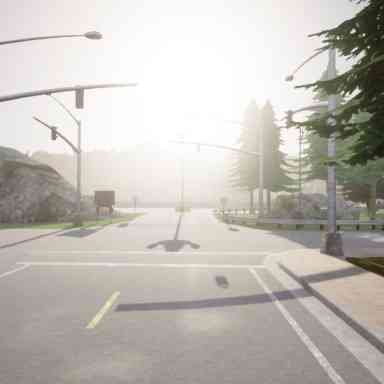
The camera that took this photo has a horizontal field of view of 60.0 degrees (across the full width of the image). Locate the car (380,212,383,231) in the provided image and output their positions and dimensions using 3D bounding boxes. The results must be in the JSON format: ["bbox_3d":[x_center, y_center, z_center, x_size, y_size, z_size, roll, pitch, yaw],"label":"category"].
[{"bbox_3d":[15.001,2.062,21.057,5.357,1.411,2.033,0,-1,-2],"label":"car"}]

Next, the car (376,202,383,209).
[{"bbox_3d":[30.093,2.305,50.851,4.553,1.767,2.097,0,-1,1],"label":"car"}]
